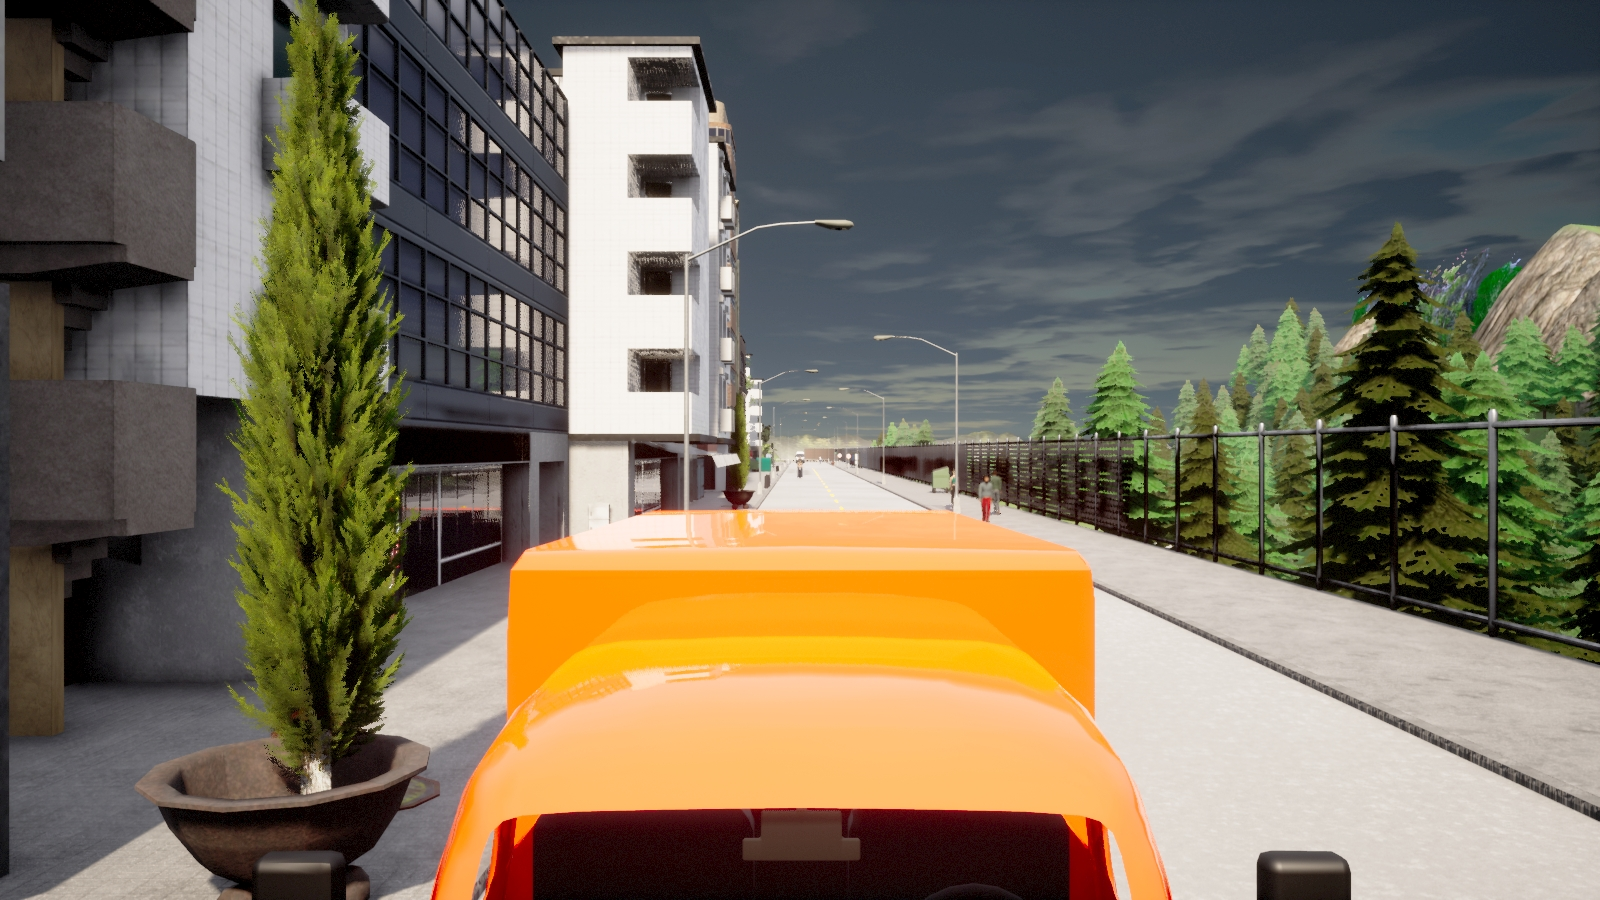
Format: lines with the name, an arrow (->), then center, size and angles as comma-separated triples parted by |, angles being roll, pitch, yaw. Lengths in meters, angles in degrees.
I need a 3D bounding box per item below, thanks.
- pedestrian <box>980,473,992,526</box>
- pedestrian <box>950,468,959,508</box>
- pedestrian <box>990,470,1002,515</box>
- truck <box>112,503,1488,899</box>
pedestrian -> 6.640, 1.761, 40.842 | 0.375, 1.860, 0.375 | 0, 0, 1
pedestrian -> 7.207, 1.766, 53.275 | 0.375, 1.860, 0.375 | 0, 0, -5
pedestrian -> 8.185, 1.763, 47.736 | 0.375, 1.860, 0.375 | 0, 0, -7
truck -> 0.000, 1.571, 4.781 | 2.627, 2.467, 5.204 | 0, 0, 0
